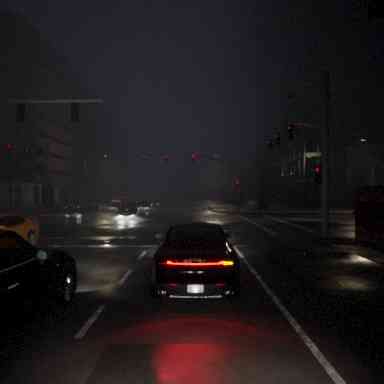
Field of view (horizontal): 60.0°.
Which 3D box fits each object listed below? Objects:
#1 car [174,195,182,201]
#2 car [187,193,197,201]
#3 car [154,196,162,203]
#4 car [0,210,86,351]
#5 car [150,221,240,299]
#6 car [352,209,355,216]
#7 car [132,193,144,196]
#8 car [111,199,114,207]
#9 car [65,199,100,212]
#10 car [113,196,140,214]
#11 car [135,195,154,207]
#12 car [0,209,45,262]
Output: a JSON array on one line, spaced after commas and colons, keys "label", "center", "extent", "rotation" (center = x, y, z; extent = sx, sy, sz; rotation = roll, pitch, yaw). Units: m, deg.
[{"label": "car", "center": [-3.507, 1.522, 84.235], "extent": [1.994, 1.385, 4.181], "rotation": [0, 0, 1]}, {"label": "car", "center": [-0.004, 1.194, 84.459], "extent": [2.150, 2.045, 5.566], "rotation": [0, 0, 1]}, {"label": "car", "center": [-7.209, 1.522, 66.961], "extent": [2.033, 1.411, 5.357], "rotation": [0, 0, 1]}, {"label": "car", "center": [-3.445, 1.350, 5.119], "extent": [2.097, 1.767, 4.553], "rotation": [0, 0, 0]}, {"label": "car", "center": [0.082, 1.502, 8.441], "extent": [1.837, 1.490, 4.892], "rotation": [0, 0, 0]}, {"label": "car", "center": [15.976, 1.646, 27.665], "extent": [4.718, 1.301, 1.895], "rotation": [0, 0, 0]}, {"label": "car", "center": [-10.721, 1.196, 66.465], "extent": [2.150, 2.045, 5.566], "rotation": [0, 0, 1]}, {"label": "car", "center": [-10.958, 1.459, 50.520], "extent": [1.882, 1.535, 5.008], "rotation": [0, 0, 0]}, {"label": "car", "center": [-11.867, 1.524, 36.439], "extent": [1.812, 1.442, 4.674], "rotation": [0, 1, 16]}, {"label": "car", "center": [-6.798, 1.498, 35.078], "extent": [2.128, 1.511, 4.902], "rotation": [0, 0, -9]}, {"label": "car", "center": [-7.459, 1.582, 51.140], "extent": [1.895, 1.301, 4.718], "rotation": [0, 0, 0]}, {"label": "car", "center": [-7.126, 1.472, 11.474], "extent": [1.882, 1.535, 5.008], "rotation": [0, 0, 0]}]
